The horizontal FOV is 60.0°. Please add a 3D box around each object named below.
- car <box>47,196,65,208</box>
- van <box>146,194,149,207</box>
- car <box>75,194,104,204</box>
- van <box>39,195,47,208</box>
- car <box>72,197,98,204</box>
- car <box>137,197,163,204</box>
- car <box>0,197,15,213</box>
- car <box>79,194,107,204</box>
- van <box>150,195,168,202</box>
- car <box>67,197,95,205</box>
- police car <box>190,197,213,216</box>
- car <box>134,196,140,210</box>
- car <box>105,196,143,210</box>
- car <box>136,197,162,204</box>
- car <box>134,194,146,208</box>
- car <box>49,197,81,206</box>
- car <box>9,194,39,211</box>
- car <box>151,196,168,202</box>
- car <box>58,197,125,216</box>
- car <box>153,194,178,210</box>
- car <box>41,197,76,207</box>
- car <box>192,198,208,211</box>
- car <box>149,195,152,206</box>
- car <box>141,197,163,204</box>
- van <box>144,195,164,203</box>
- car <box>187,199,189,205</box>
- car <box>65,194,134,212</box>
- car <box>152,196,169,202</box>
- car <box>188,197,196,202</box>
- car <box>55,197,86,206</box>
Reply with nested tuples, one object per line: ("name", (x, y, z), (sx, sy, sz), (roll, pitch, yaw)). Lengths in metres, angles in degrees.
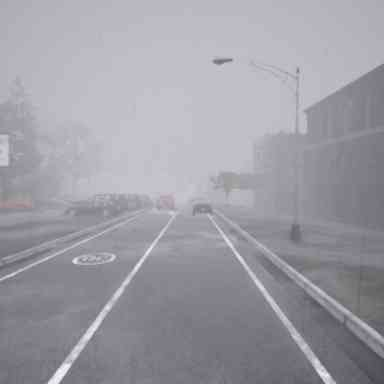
("car", (-21.937, 1.614, 49.205), (4.674, 1.452, 2.002), (0, -1, 0))
("van", (-8.741, 1.325, 46.505), (4.442, 1.987, 1.878), (0, -1, 0))
("car", (-21.945, 1.538, 71.487), (5.566, 2.045, 2.435), (0, -1, 0))
("van", (-22.051, 1.298, 43.635), (4.442, 1.987, 1.878), (0, 0, 0))
("car", (-21.966, 1.796, 68.576), (4.674, 1.452, 2.002), (0, -1, 0))
("car", (-9.080, 1.789, 71.728), (5.366, 1.575, 1.946), (0, -1, 0))
("car", (-21.935, 1.507, 35.285), (4.674, 1.452, 2.002), (0, 0, 0))
("car", (-21.950, 1.570, 74.149), (5.566, 2.045, 2.435), (0, -1, 0))
("van", (-8.804, 1.769, 88.550), (4.442, 1.987, 1.878), (0, -1, 0))
("car", (-21.960, 1.728, 65.916), (5.008, 1.535, 2.097), (0, -1, 0))
("police car", (0.968, 1.404, 32.361), (1.930, 1.638, 5.238), (0, 0, 0))
("car", (-8.859, 1.484, 38.093), (4.892, 1.521, 2.231), (0, 0, 0))
("car", (-8.823, 1.400, 43.700), (4.553, 1.767, 2.185), (0, -1, 0))
("car", (-8.885, 1.760, 68.929), (5.008, 1.535, 2.097), (0, -1, 0))
("car", (-8.882, 1.253, 40.900), (5.566, 2.045, 2.435), (0, 0, 0))
("car", (-21.922, 1.677, 57.561), (4.792, 1.488, 2.163), (0, -1, 0))
("car", (-21.902, 1.377, 40.854), (4.553, 1.767, 2.185), (0, 0, 0))
("car", (-8.957, 1.903, 91.351), (4.553, 1.767, 2.185), (0, -1, 0))
("car", (-8.848, 1.446, 29.688), (4.892, 1.521, 2.231), (0, 0, 0))
("car", (-3.345, 1.284, 43.507), (2.150, 2.045, 5.566), (0, -1, 0))
("car", (-21.942, 1.623, 54.777), (5.008, 1.535, 2.097), (0, -1, 0))
("car", (0.966, 1.554, 42.269), (1.837, 1.490, 4.892), (0, -1, 0))
("car", (-8.854, 1.576, 49.307), (4.892, 1.521, 2.231), (0, -1, 0))
("car", (-8.928, 1.856, 74.531), (4.792, 1.488, 2.163), (0, -1, 0))
("van", (-8.787, 1.634, 77.338), (4.442, 1.987, 1.878), (0, -1, 0))
("car", (-0.014, 1.809, 65.220), (2.033, 1.411, 5.357), (0, -1, 0))
("car", (-8.882, 1.203, 32.490), (5.566, 2.045, 2.435), (0, 0, 0))
("car", (-8.899, 1.937, 94.155), (4.553, 1.767, 2.185), (0, -1, 0))
("car", (-0.016, 1.870, 83.117), (1.994, 1.385, 4.181), (0, -1, 0))
("car", (-21.985, 1.702, 60.346), (4.792, 1.488, 2.163), (0, -1, 0))
